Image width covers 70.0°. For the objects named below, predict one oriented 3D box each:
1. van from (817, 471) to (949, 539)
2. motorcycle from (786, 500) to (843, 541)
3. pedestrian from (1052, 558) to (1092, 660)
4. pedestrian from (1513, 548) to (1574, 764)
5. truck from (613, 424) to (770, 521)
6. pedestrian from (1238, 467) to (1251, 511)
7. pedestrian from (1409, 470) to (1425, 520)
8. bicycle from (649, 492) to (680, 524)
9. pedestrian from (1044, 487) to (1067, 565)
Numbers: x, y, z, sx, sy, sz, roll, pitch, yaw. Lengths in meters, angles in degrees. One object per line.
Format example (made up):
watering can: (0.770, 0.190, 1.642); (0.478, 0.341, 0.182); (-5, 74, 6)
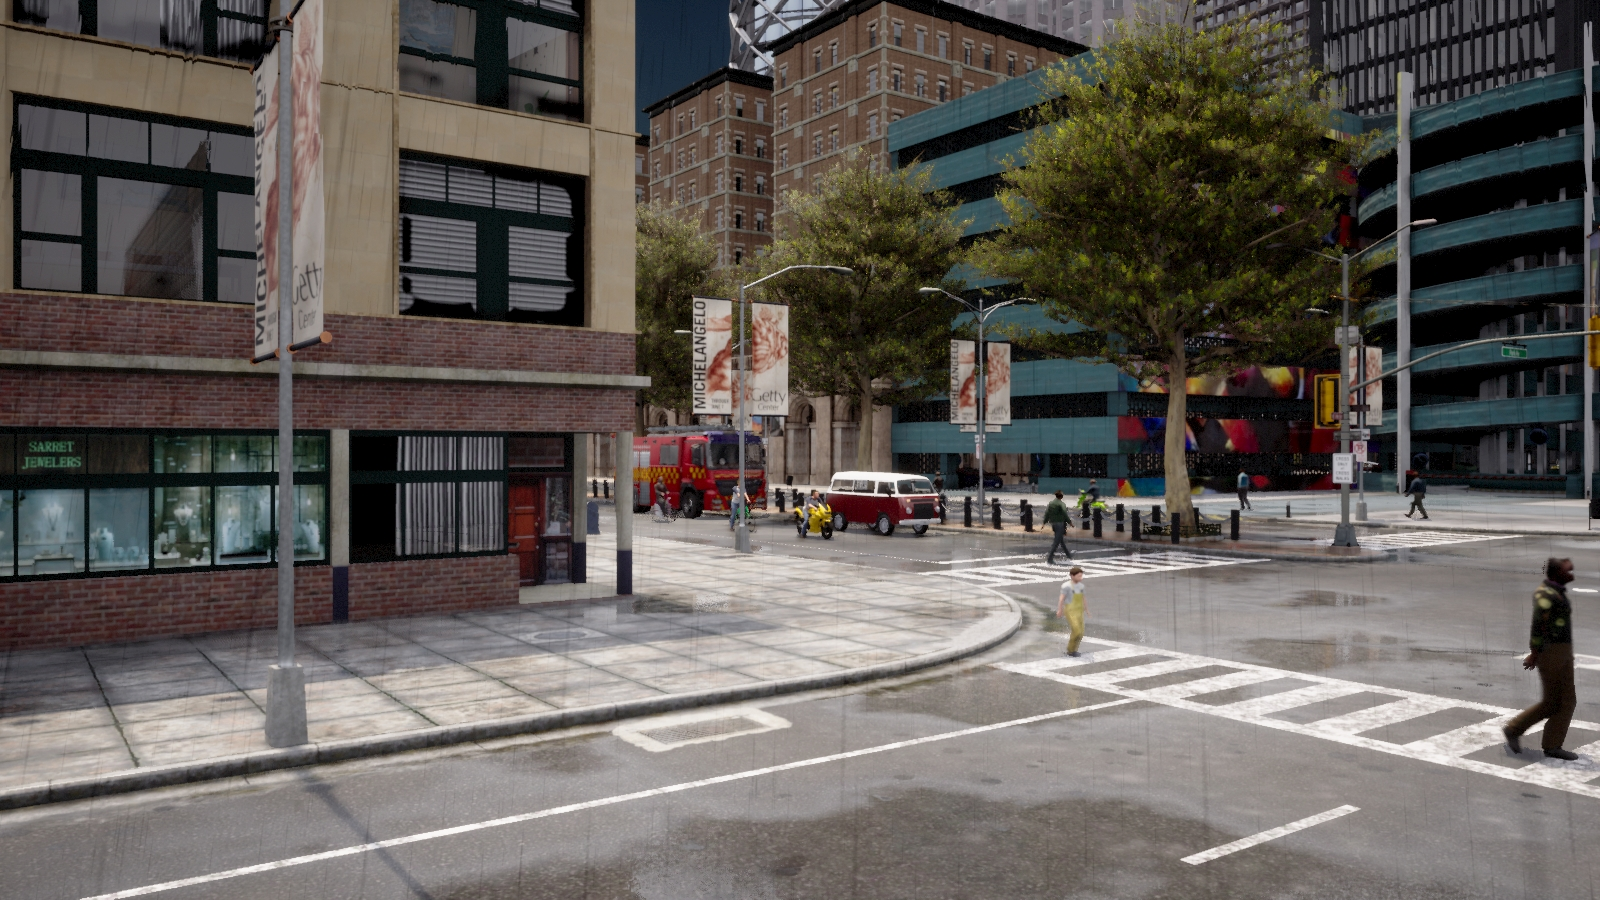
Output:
van: (2.714, 1.773, 38.445); (2.069, 2.038, 4.480); (0, 0, -35)
motorcycle: (0.444, 2.205, 35.973); (0.803, 1.145, 2.033); (0, 0, -33)
pedestrian: (3.654, 2.124, 15.350); (0.375, 1.300, 0.375); (0, 0, -31)
pedestrian: (6.737, 1.843, 10.348); (0.375, 1.860, 0.375); (0, 0, -41)
truck: (-4.859, 0.881, 49.161); (2.891, 3.827, 8.468); (0, 0, -35)
pedestrian: (19.162, 1.681, 49.264); (0.375, 1.860, 0.375); (0, 0, -24)
pedestrian: (22.990, 1.679, 42.546); (0.375, 1.860, 0.375); (0, 0, -29)
bicycle: (-5.188, 2.202, 43.557); (0.329, 1.171, 1.835); (0, 0, -35)
pedestrian: (6.213, 1.840, 27.779); (0.375, 1.860, 0.375); (0, 0, -34)
